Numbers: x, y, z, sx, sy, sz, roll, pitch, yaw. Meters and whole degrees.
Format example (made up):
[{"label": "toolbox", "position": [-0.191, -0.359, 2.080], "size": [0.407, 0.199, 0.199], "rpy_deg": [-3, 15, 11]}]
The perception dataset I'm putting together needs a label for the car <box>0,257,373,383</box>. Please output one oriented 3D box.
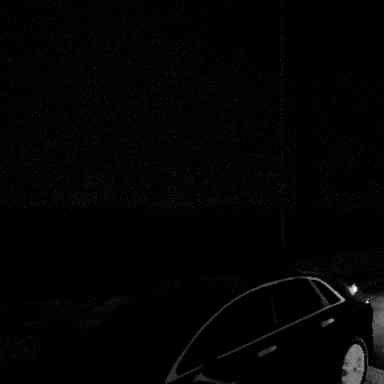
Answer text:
[{"label": "car", "position": [0.140, 1.565, 3.518], "size": [4.892, 1.490, 1.837], "rpy_deg": [1, -1, -39]}]
